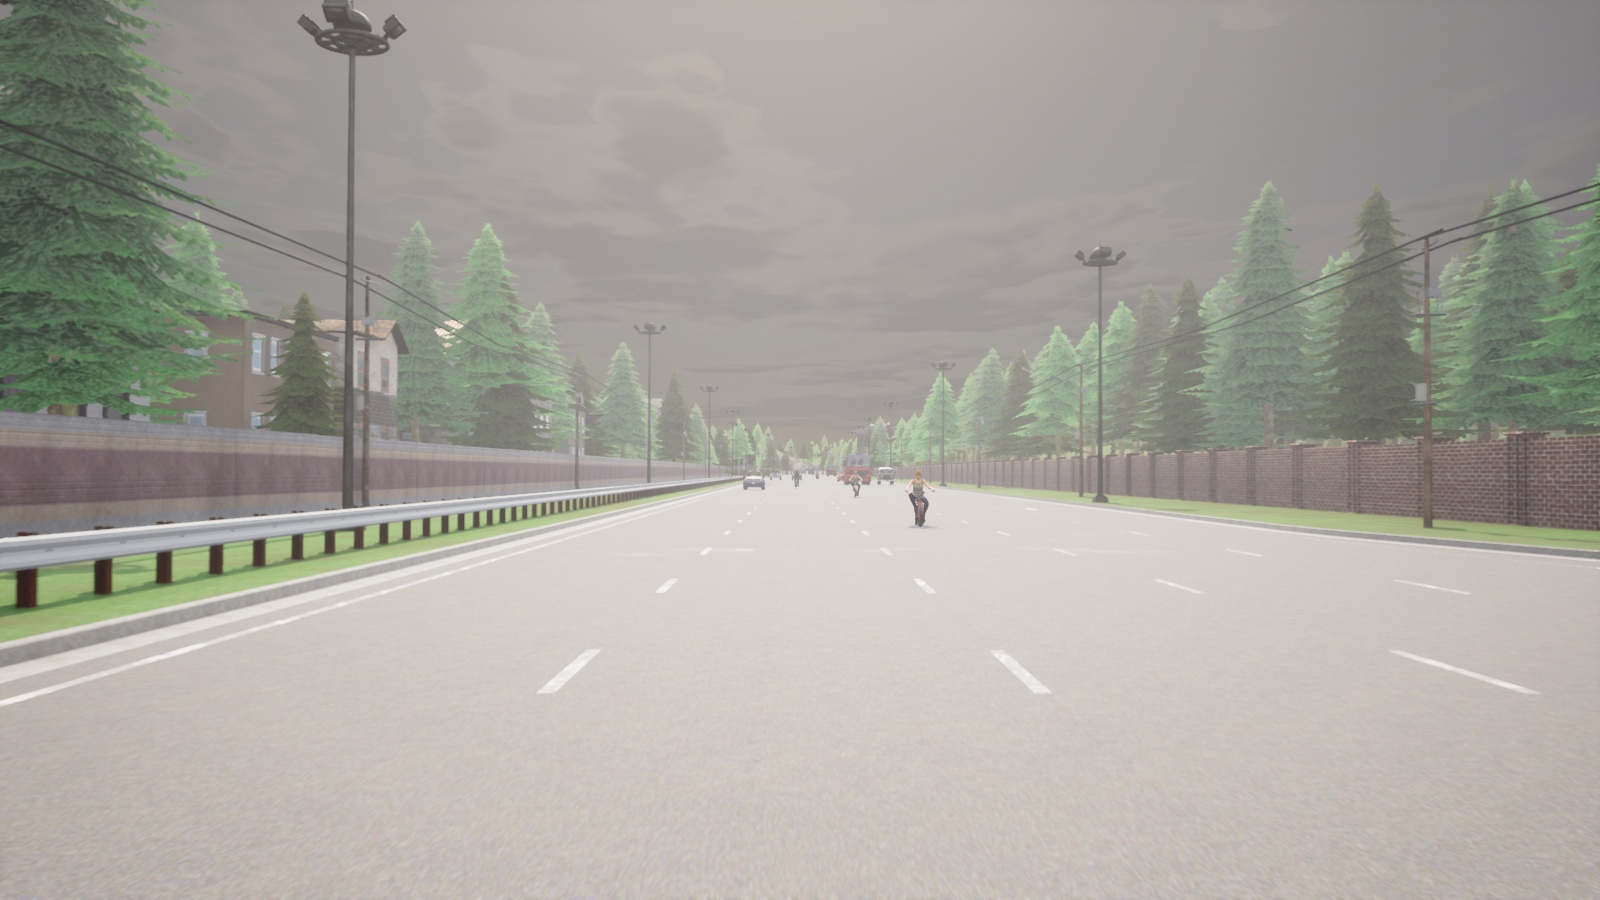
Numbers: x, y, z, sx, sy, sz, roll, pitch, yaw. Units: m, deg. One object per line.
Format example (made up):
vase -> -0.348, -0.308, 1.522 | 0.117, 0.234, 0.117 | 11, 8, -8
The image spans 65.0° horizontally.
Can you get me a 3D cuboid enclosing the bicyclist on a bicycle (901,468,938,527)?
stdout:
bicyclist on a bicycle -> 3.376, 1.332, 35.555 | 0.866, 1.612, 1.509 | 0, -1, -1
